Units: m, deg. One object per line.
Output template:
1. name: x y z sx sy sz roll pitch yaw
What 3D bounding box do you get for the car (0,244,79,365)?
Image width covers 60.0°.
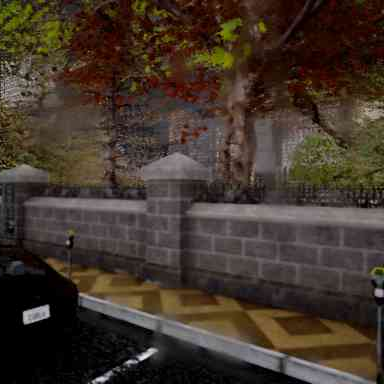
1. car: -3.591 1.518 5.280 4.313 1.339 1.947 1 0 35
